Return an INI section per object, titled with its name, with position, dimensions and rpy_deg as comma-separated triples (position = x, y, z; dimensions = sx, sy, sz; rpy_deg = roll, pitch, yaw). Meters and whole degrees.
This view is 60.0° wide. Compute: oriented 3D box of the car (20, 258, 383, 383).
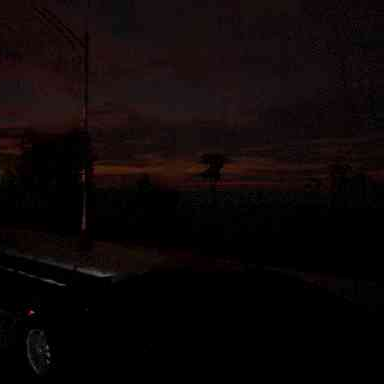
[car]
position = 0.002, 1.497, 3.681
dimensions = 4.674, 1.442, 1.812
rpy_deg = 1, 0, 35
